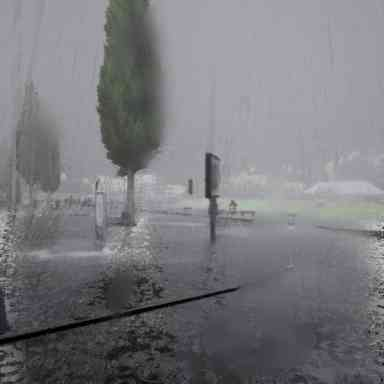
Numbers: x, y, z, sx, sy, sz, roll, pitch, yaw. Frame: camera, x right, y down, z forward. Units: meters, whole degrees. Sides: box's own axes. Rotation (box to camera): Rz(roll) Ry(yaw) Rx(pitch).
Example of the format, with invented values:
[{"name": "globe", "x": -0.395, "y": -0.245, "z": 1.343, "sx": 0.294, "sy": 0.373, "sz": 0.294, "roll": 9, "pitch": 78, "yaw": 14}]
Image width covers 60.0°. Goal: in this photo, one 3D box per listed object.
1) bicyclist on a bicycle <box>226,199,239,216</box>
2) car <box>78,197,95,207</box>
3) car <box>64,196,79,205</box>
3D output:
[{"name": "bicyclist on a bicycle", "x": 3.937, "y": 1.487, "z": 31.996, "sx": 1.656, "sy": 1.620, "sz": 0.582, "roll": 0, "pitch": 0, "yaw": -36}, {"name": "car", "x": -16.020, "y": 1.677, "z": 52.718, "sx": 1.994, "sy": 1.385, "sz": 4.181, "roll": 0, "pitch": 0, "yaw": -35}, {"name": "car", "x": -21.754, "y": 1.466, "z": 60.758, "sx": 2.097, "sy": 1.767, "sz": 4.553, "roll": 0, "pitch": 0, "yaw": -36}]
